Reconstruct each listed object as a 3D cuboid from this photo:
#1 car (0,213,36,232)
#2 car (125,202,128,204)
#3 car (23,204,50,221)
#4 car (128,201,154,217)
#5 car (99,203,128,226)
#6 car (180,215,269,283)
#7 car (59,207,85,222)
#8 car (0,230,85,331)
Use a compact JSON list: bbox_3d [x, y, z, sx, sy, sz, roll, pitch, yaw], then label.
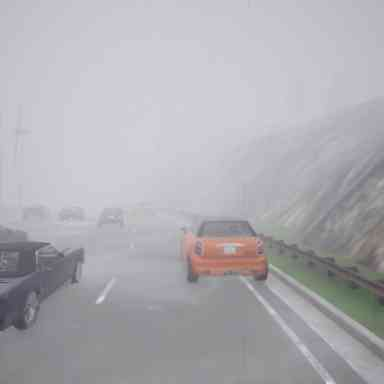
[{"bbox_3d":[-7.576,1.707,11.591,2.033,1.411,5.357,0,-1,-6],"label":"car"},{"bbox_3d":[-8.704,2.088,46.737,1.882,1.535,5.008,0,-1,-21],"label":"car"},{"bbox_3d":[-15.035,1.939,32.249,1.837,1.490,4.892,0,-1,-15],"label":"car"},{"bbox_3d":[-5.584,1.839,37.334,2.097,1.767,4.553,0,-1,-17],"label":"car"},{"bbox_3d":[-6.344,1.894,26.363,2.033,1.411,5.357,0,-1,-12],"label":"car"},{"bbox_3d":[0.763,1.484,10.345,2.097,1.767,4.553,0,-1,-5],"label":"car"},{"bbox_3d":[-10.968,2.009,30.728,1.895,1.301,4.718,0,-1,-14],"label":"car"},{"bbox_3d":[-3.714,1.696,6.971,1.895,1.301,4.718,0,-1,-3],"label":"car"}]
